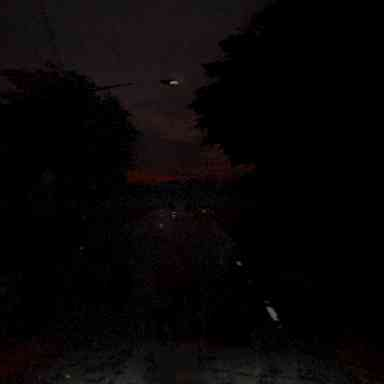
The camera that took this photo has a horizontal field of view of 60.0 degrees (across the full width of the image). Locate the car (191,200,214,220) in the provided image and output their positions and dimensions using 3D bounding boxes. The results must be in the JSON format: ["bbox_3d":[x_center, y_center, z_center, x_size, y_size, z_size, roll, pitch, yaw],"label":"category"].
[{"bbox_3d":[1.053,1.677,30.969,1.801,1.575,5.366,0,-1,0],"label":"car"}]

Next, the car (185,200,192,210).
[{"bbox_3d":[0.010,2.001,49.692,1.994,1.385,4.181,0,-1,0],"label":"car"}]

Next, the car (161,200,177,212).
[{"bbox_3d":[-3.079,1.882,44.901,1.837,1.490,4.892,0,-1,0],"label":"car"}]

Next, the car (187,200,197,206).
[{"bbox_3d":[0.006,2.267,70.400,1.895,1.301,4.718,0,-1,0],"label":"car"}]
